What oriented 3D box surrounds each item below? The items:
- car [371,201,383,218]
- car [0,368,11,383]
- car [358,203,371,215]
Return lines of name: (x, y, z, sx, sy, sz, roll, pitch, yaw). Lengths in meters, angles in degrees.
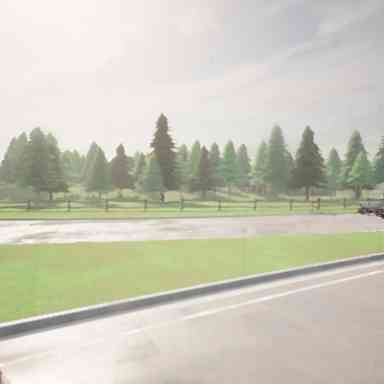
car: (17.627, 1.414, 27.334, 5.008, 1.535, 1.882, 0, 0, -21)
car: (-3.272, 1.597, 1.258, 4.718, 1.301, 1.895, 0, 0, -37)
car: (17.646, 1.492, 31.094, 4.181, 1.385, 1.994, 0, 0, -21)
